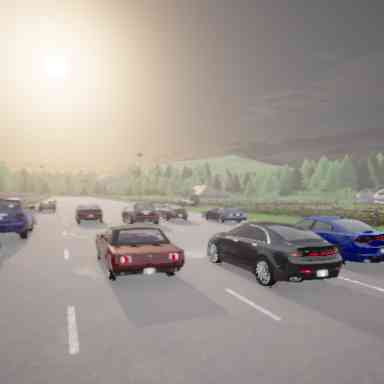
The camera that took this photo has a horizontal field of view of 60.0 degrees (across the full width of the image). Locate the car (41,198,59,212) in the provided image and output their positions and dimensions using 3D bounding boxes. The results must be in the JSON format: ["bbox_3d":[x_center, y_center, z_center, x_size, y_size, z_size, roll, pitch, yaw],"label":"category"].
[{"bbox_3d":[-18.035,1.692,41.748,2.128,1.511,4.902,1,0,-21],"label":"car"}]

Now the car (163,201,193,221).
[{"bbox_3d":[-1.795,1.761,29.342,1.812,1.442,4.674,1,-1,-21],"label":"car"}]

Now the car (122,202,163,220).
[{"bbox_3d":[-4.032,1.535,25.464,2.097,1.767,4.553,1,-1,-21],"label":"car"}]

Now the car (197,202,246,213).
[{"bbox_3d":[2.594,1.807,27.731,2.033,1.411,5.357,1,-1,-21],"label":"car"}]

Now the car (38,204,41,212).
[{"bbox_3d":[-11.839,1.600,23.043,1.837,1.490,4.892,1,-1,-21],"label":"car"}]

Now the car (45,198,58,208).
[{"bbox_3d":[-23.487,1.776,55.662,1.837,1.490,4.892,1,-1,-21],"label":"car"}]

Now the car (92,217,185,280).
[{"bbox_3d":[-1.852,1.674,10.293,1.895,1.301,4.718,1,-1,-21],"label":"car"}]

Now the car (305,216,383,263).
[{"bbox_3d":[4.879,1.626,12.306,1.882,1.535,5.008,1,0,-21],"label":"car"}]

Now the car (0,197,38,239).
[{"bbox_3d":[-9.659,1.290,17.487,2.150,2.045,5.566,1,-1,-21],"label":"car"}]

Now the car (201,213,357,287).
[{"bbox_3d":[2.091,1.608,9.828,1.837,1.490,4.892,1,0,-21],"label":"car"}]

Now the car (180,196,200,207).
[{"bbox_3d":[-0.500,1.719,59.822,3.866,1.878,1.905,1,-1,-21],"label":"car"}]

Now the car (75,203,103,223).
[{"bbox_3d":[-8.420,1.636,27.064,1.882,1.535,5.008,1,-1,-21],"label":"car"}]

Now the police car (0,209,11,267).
[{"bbox_3d":[-6.043,1.445,8.249,1.930,1.638,5.238,1,-1,-21],"label":"police car"}]
